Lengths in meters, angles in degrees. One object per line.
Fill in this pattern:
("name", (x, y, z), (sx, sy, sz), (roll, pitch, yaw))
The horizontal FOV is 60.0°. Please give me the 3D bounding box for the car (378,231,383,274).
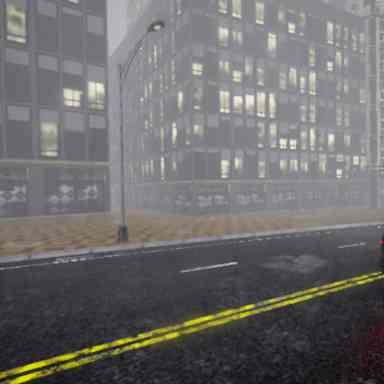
("car", (6.707, 1.200, 7.872), (5.566, 2.045, 2.150), (0, 0, -33))
